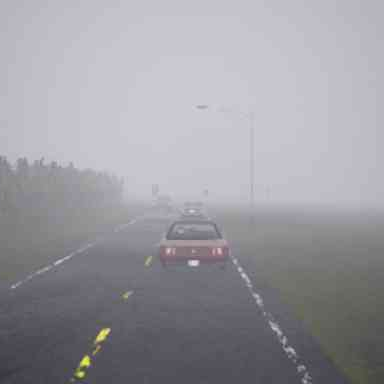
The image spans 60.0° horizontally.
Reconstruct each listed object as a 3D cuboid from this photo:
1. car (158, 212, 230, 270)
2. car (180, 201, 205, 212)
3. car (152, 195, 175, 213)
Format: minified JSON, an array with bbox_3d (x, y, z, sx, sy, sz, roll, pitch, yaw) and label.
[{"bbox_3d":[0.060,1.544,10.842,1.895,1.301,4.718,0,0,0],"label":"car"},{"bbox_3d":[0.055,1.402,26.177,2.033,1.411,5.357,0,0,0],"label":"car"},{"bbox_3d":[-2.846,1.148,33.835,2.097,1.767,4.553,0,0,0],"label":"car"}]
